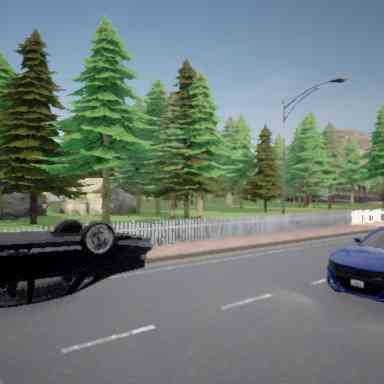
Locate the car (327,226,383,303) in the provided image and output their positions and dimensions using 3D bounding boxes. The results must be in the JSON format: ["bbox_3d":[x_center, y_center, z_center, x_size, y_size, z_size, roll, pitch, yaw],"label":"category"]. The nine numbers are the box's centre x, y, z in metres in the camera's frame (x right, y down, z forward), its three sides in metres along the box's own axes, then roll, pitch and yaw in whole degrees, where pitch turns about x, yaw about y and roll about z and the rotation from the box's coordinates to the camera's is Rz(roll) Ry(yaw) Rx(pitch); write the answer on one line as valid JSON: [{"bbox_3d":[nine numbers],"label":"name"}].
[{"bbox_3d":[5.210,1.520,7.912,5.008,1.535,1.882,1,0,-36],"label":"car"}]
